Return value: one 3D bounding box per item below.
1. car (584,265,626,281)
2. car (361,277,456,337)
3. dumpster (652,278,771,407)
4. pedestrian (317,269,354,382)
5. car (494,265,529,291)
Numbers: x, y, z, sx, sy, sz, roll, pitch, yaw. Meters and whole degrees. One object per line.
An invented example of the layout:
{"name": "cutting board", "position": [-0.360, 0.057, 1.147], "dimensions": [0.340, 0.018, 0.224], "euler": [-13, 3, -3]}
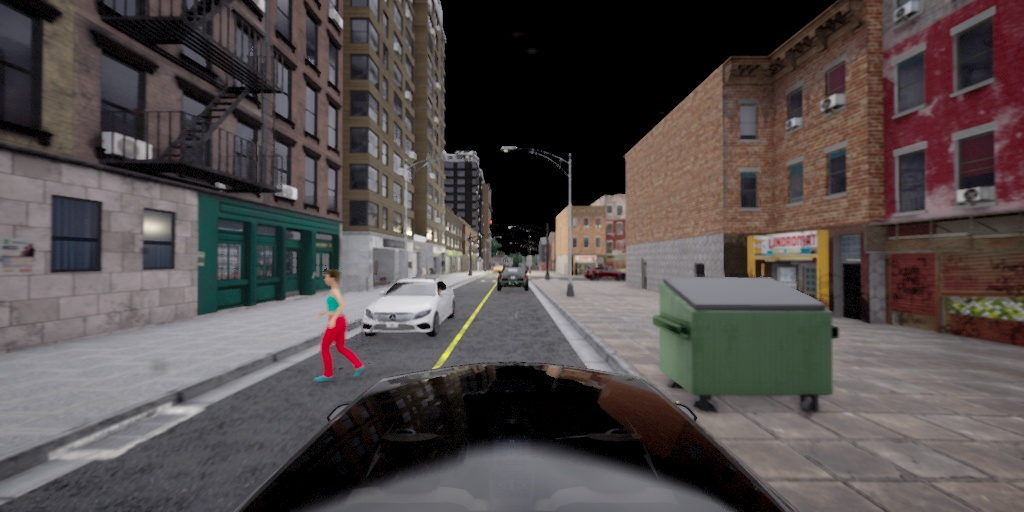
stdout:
{"name": "car", "position": [10.779, 1.998, 41.154], "dimensions": [5.009, 1.841, 2.192], "euler": [0, 0, 0]}
{"name": "car", "position": [-2.852, 1.388, 10.844], "dimensions": [1.812, 1.442, 4.674], "euler": [0, 0, 0]}
{"name": "dumpster", "position": [3.009, 1.189, 5.881], "dimensions": [1.020, 1.700, 1.940], "euler": [0, 0, 0]}
{"name": "pedestrian", "position": [-2.872, 1.090, 5.854], "dimensions": [0.375, 1.860, 0.375], "euler": [0, -1, -10]}
{"name": "car", "position": [0.068, 1.439, 25.151], "dimensions": [2.097, 1.767, 4.553], "euler": [0, -1, 0]}
